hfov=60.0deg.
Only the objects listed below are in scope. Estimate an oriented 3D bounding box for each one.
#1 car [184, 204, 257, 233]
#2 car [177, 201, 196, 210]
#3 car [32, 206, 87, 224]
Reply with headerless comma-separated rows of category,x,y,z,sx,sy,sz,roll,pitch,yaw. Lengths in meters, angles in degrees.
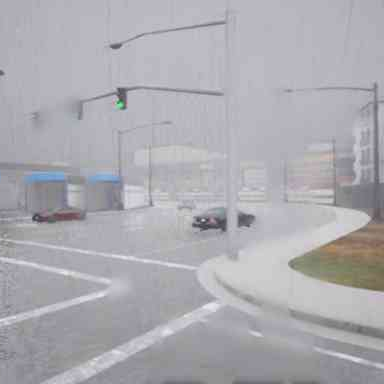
car,2.107,1.647,20.745,2.033,1.411,5.357,-1,0,36
car,-0.727,1.869,46.604,1.895,1.301,4.718,0,0,12
car,-10.754,1.798,27.136,1.994,1.385,4.181,-1,0,36
